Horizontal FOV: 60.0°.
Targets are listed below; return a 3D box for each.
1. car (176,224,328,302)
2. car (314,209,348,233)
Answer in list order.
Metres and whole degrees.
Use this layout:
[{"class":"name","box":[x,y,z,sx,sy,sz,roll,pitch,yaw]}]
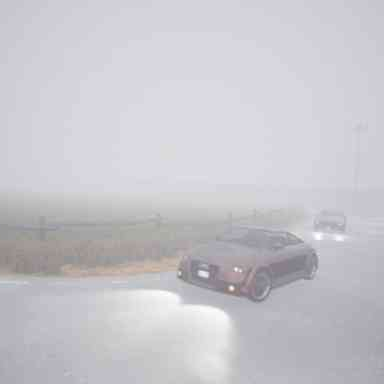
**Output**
[{"class":"car","box":[1.585,1.597,8.475,1.994,1.385,4.181,3,1,42]},{"class":"car","box":[9.519,1.862,22.713,2.033,1.411,5.357,3,0,26]}]
